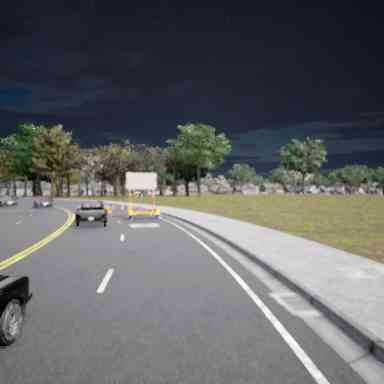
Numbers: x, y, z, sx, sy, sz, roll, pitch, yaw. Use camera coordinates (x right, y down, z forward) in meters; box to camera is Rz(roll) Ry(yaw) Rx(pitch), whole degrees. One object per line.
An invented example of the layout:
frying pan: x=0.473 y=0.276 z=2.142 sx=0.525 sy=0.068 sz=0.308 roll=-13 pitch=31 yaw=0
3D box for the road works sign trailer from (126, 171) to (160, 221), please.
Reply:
road works sign trailer: x=-3.838 y=0.213 z=25.098 sx=2.380 sy=3.560 sz=2.880 roll=-1 pitch=1 yaw=-21

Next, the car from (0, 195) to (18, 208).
car: x=-24.480 y=1.219 z=44.366 sx=2.128 sy=1.511 sz=4.902 roll=-1 pitch=1 yaw=-35

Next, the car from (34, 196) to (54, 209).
car: x=-17.821 y=1.198 z=39.906 sx=2.128 sy=1.511 sz=4.902 roll=-1 pitch=0 yaw=-30

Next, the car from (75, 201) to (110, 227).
car: x=-6.389 y=1.296 z=21.406 sx=2.128 sy=1.511 sz=4.902 roll=0 pitch=1 yaw=-14

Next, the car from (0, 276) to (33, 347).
car: x=-3.394 y=1.578 z=3.225 sx=1.895 sy=1.301 sz=4.718 roll=0 pitch=1 yaw=-3
